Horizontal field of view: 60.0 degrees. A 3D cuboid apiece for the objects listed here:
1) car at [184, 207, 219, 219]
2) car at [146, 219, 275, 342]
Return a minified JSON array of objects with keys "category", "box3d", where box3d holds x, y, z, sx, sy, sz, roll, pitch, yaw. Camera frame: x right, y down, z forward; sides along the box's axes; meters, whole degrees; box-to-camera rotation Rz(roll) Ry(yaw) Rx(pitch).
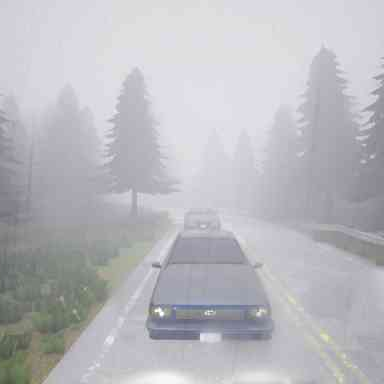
[{"category":"car","box3d":[0.519,1.584,19.279,1.994,1.385,4.181,0,0,-2]},{"category":"car","box3d":[0.302,1.558,7.101,2.033,1.411,5.357,0,0,1]}]
